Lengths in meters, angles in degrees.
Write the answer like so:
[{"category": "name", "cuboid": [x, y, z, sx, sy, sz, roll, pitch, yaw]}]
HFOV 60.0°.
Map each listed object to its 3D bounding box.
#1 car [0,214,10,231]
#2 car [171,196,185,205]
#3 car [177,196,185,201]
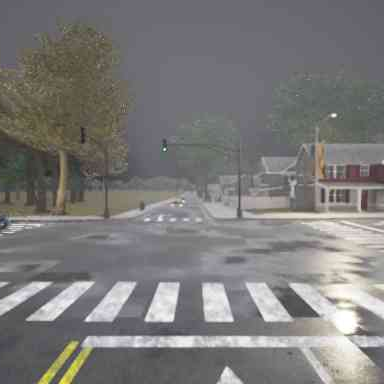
[{"category": "car", "cuboid": [-12.644, 1.624, 18.104, 5.008, 1.535, 1.882, -1, 5, 5]}, {"category": "car", "cuboid": [-2.819, 1.564, 61.345, 1.882, 1.535, 5.008, 0, 1, 0]}, {"category": "car", "cuboid": [-2.747, 1.620, 86.366, 1.895, 1.301, 4.718, 0, 0, 0]}]
